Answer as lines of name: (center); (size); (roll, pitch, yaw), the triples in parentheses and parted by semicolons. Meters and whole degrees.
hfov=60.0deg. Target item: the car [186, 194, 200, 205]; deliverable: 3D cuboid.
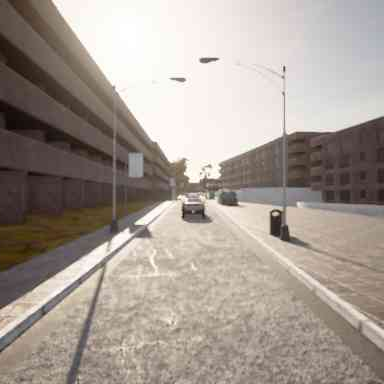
car: (0.113, 0.957, 46.204); (1.812, 1.442, 4.674); (0, 0, 0)

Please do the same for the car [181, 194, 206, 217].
car: (0.107, 1.201, 27.296); (2.128, 1.511, 4.902); (0, 1, 0)
